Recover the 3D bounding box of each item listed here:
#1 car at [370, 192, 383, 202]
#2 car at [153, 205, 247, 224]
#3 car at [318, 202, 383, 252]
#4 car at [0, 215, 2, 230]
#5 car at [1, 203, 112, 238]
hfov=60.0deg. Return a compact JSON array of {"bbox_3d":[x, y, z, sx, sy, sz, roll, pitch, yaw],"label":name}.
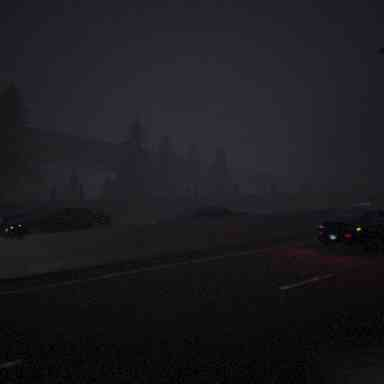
[{"bbox_3d":[25.199,0.785,43.435,4.892,1.490,1.837,-1,1,-35],"label":"car"},{"bbox_3d":[0.596,1.392,17.313,5.357,1.411,2.033,-1,1,-35],"label":"car"},{"bbox_3d":[6.762,1.330,12.868,4.674,1.442,1.812,-1,1,-35],"label":"car"},{"bbox_3d":[-8.694,1.427,19.286,5.008,1.535,1.882,-1,1,-35],"label":"car"},{"bbox_3d":[-6.455,1.450,16.584,4.892,1.490,1.837,-1,1,-35],"label":"car"}]
